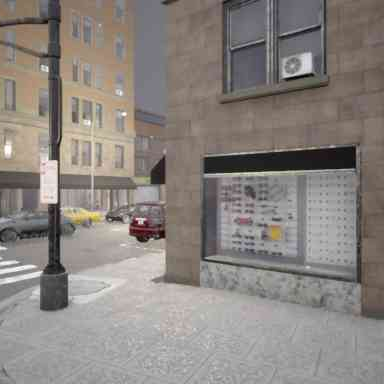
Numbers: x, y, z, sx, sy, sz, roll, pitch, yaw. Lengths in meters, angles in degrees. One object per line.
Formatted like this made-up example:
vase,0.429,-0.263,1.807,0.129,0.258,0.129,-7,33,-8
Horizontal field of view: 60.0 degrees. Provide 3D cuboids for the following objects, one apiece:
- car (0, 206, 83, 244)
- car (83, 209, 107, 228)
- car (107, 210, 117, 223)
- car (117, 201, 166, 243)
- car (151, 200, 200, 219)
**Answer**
car,-7.751,1.562,15.877,1.994,1.385,4.181,0,0,42
car,-7.771,1.519,20.076,1.752,1.417,4.829,0,0,35
car,-4.444,1.547,24.857,1.947,1.339,4.313,0,0,35
car,-0.691,1.305,15.322,2.192,1.841,5.009,0,0,35
car,-1.311,1.495,29.359,1.752,1.417,4.829,0,0,35
